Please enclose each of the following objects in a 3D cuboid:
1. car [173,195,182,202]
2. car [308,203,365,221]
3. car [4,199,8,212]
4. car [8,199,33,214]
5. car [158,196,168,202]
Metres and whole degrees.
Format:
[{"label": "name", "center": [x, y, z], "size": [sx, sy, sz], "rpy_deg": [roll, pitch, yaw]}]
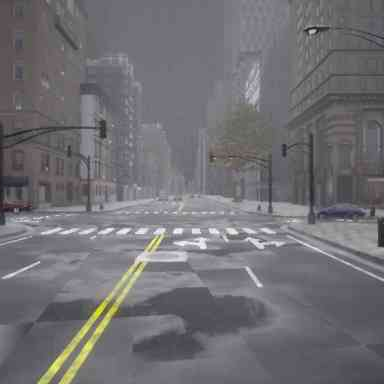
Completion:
[{"label": "car", "center": [-3.251, 1.491, 75.763], "size": [1.837, 1.490, 4.892], "rpy_deg": [0, 0, 0]}, {"label": "car", "center": [12.664, 1.683, 29.170], "size": [4.674, 1.442, 1.812], "rpy_deg": [1, -1, 0]}, {"label": "car", "center": [-19.609, 1.240, 29.148], "size": [5.357, 1.411, 2.033], "rpy_deg": [1, -1, 0]}, {"label": "car", "center": [-17.714, 1.359, 31.922], "size": [4.507, 1.381, 1.887], "rpy_deg": [1, -1, 0]}, {"label": "car", "center": [-6.501, 1.544, 75.763], "size": [1.994, 1.385, 4.181], "rpy_deg": [0, 0, 0]}]
